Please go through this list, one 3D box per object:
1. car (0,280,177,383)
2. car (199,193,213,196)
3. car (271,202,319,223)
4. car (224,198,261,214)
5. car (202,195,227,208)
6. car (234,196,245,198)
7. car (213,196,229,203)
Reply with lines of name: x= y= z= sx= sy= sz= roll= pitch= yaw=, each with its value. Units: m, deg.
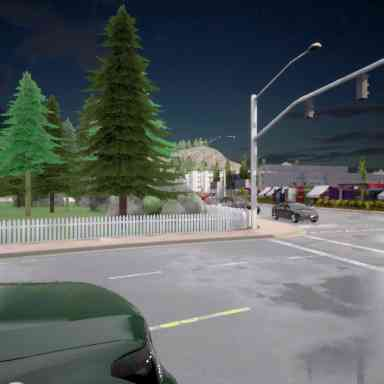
car: x=-2.756 y=1.221 z=1.670 sx=5.566 sy=2.045 sz=2.150 roll=0 pitch=0 yaw=-36
car: x=2.939 y=1.277 z=69.605 sx=2.150 sy=2.045 sz=5.566 roll=0 pitch=0 yaw=-17
car: x=8.046 y=1.560 z=26.339 sx=1.837 sy=1.490 sz=4.892 roll=0 pitch=0 yaw=-14
car: x=5.454 y=1.656 z=35.245 sx=1.895 sy=1.301 sz=4.718 roll=0 pitch=0 yaw=-16
car: x=2.835 y=1.547 z=44.230 sx=2.128 sy=1.511 sz=4.902 roll=0 pitch=0 yaw=-16
car: x=8.741 y=1.547 z=62.162 sx=2.128 sy=1.511 sz=4.902 roll=0 pitch=0 yaw=-16
car: x=6.086 y=1.559 z=71.154 sx=1.837 sy=1.490 sz=4.892 roll=0 pitch=0 yaw=-16
